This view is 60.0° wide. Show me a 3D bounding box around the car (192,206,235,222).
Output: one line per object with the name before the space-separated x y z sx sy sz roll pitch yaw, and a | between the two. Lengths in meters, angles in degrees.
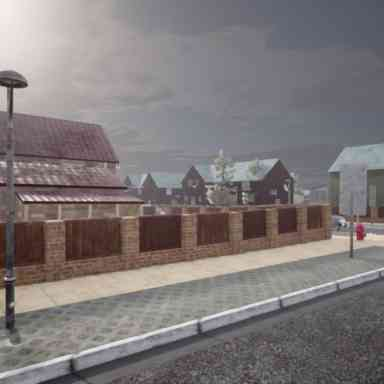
car | 2.202 2.270 35.535 1.837 1.490 4.892 1 -2 -36

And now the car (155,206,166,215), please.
car | -4.667 2.409 40.009 2.128 1.511 4.902 1 -2 -36

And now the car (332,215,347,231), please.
car | 7.939 1.812 22.608 2.128 1.511 4.902 1 -2 -36
